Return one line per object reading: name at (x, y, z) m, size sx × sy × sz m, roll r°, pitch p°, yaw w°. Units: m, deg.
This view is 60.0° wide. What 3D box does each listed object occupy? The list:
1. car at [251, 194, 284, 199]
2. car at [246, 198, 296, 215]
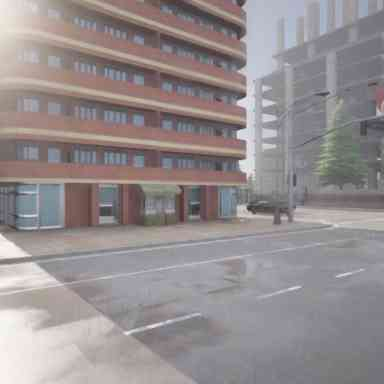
car at (8.819, 1.222, 37.042) m, size 2.150 × 2.045 × 5.566 m, roll 0°, pitch 0°, yaw -36°
car at (7.662, 1.600, 32.699) m, size 1.895 × 1.301 × 4.718 m, roll 0°, pitch 0°, yaw -36°
